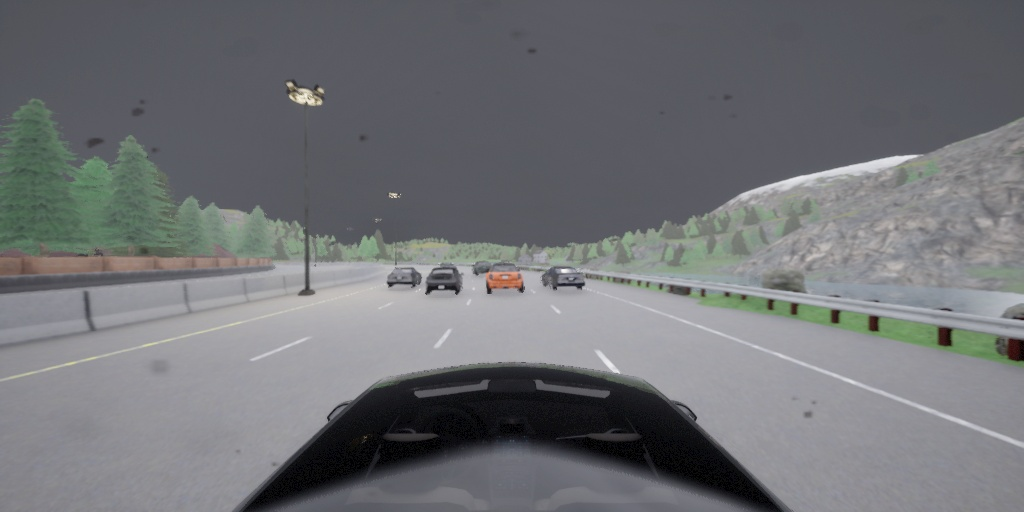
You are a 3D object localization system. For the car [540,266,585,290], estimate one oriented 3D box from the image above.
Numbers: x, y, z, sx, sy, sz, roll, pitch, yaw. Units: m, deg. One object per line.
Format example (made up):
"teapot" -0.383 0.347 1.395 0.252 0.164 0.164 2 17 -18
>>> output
"car" 3.143 1.378 23.085 2.033 1.411 5.357 -1 0 -6

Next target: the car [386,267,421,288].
"car" -7.728 1.514 26.004 2.033 1.411 5.357 -1 0 -8

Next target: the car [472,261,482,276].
"car" -3.577 1.361 42.457 2.097 1.767 4.553 -1 0 -12

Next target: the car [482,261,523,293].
"car" -0.568 1.217 22.032 2.097 1.767 4.553 -1 0 -5

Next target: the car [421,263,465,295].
"car" -3.956 1.406 21.355 1.837 1.490 4.892 0 0 -5
